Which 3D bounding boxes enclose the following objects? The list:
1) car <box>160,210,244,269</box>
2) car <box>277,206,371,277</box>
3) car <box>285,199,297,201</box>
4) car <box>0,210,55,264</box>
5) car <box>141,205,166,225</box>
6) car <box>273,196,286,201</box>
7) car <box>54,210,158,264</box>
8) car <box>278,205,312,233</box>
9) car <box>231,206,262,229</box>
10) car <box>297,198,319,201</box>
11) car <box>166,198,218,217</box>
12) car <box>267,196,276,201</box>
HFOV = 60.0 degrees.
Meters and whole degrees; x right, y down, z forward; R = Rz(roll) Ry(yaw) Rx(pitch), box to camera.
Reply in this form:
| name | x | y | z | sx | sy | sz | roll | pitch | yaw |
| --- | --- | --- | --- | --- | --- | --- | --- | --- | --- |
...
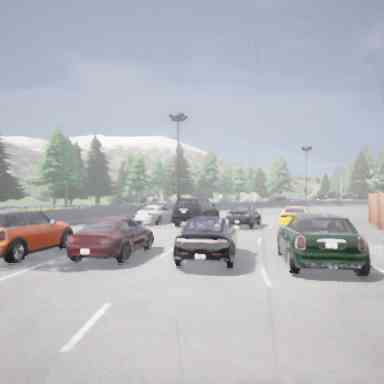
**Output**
| name | x | y | z | sx | sy | sz | roll | pitch | yaw |
| --- | --- | --- | --- | --- | --- | --- | --- | --- | --- |
| car | 0.612 | 1.605 | 11.656 | 2.128 | 1.511 | 4.902 | 0 | 0 | 9 |
| car | 4.035 | 1.465 | 10.933 | 2.097 | 1.767 | 4.553 | 0 | -1 | 9 |
| car | 24.301 | 2.308 | 76.190 | 4.674 | 1.442 | 1.812 | 0 | -1 | -30 |
| car | -6.352 | 1.450 | 12.470 | 2.097 | 1.767 | 4.553 | 0 | -1 | 9 |
| car | -2.780 | 1.764 | 26.236 | 1.812 | 1.442 | 4.674 | 0 | 0 | 21 |
| car | 22.680 | 2.348 | 79.292 | 5.357 | 1.411 | 2.033 | 0 | -1 | -30 |
| car | -2.836 | 1.633 | 12.245 | 1.812 | 1.442 | 4.674 | 0 | 0 | 9 |
| car | 7.120 | 1.712 | 22.720 | 1.882 | 1.535 | 5.008 | 0 | 0 | 21 |
| car | 3.763 | 1.727 | 23.757 | 2.128 | 1.511 | 4.902 | 0 | 0 | 21 |
| car | 25.948 | 2.115 | 73.105 | 4.553 | 1.767 | 2.097 | 0 | -1 | -30 |
| car | 0.368 | 1.450 | 24.705 | 2.150 | 2.045 | 5.566 | 0 | 0 | 20 |
| car | 21.035 | 2.058 | 82.382 | 5.566 | 2.045 | 2.150 | 0 | -1 | -30 |
